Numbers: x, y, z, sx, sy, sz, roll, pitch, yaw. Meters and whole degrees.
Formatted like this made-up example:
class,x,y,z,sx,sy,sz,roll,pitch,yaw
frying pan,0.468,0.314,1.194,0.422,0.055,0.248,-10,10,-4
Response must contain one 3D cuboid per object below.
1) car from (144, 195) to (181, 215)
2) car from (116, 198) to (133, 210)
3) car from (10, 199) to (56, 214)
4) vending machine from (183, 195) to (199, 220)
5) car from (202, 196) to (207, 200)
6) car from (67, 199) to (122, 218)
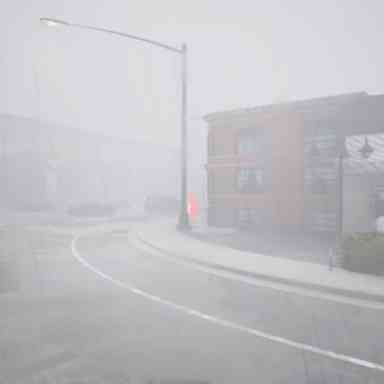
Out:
class,x,y,z,sx,sy,sz,roll,pitch,yaw
car,-2.750,1.316,35.291,2.150,2.045,5.566,0,0,33
car,-9.892,1.612,43.892,1.837,1.490,4.892,0,0,33
car,-17.806,1.554,37.435,1.882,1.535,5.008,0,0,29
vending machine,-0.098,1.276,28.671,1.100,2.100,0.880,0,0,29
car,4.007,1.298,71.582,1.882,1.535,5.008,0,0,33
car,-9.260,1.620,31.284,2.033,1.411,5.357,0,0,24
